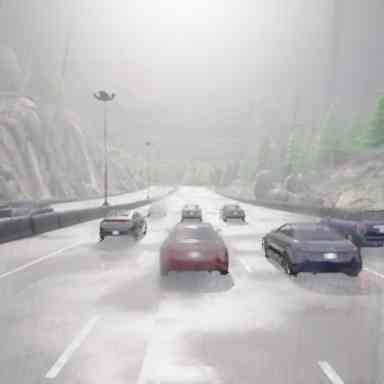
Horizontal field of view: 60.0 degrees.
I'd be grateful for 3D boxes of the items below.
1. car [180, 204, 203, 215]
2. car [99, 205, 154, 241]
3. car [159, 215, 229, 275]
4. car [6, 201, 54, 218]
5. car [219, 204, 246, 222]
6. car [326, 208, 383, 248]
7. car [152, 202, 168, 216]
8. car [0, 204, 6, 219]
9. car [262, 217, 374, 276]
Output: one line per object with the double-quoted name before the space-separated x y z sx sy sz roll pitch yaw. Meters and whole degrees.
"car" -0.032 1.782 28.816 2.033 1.411 5.357 0 -1 0
"car" -3.477 1.648 17.479 2.128 1.511 4.902 0 0 0
"car" 0.057 1.652 10.808 1.994 1.385 4.181 0 0 0
"car" -14.182 1.648 29.822 2.097 1.767 4.553 0 0 0
"car" 3.466 1.771 29.060 2.033 1.411 5.357 0 -1 0
"car" 7.038 1.443 14.351 2.097 1.767 4.553 0 0 0
"car" -3.565 1.826 35.384 1.812 1.442 4.674 0 0 0
"car" -17.681 1.815 29.781 1.837 1.490 4.892 0 -1 0
"car" 3.558 1.637 10.576 1.994 1.385 4.181 0 0 0
